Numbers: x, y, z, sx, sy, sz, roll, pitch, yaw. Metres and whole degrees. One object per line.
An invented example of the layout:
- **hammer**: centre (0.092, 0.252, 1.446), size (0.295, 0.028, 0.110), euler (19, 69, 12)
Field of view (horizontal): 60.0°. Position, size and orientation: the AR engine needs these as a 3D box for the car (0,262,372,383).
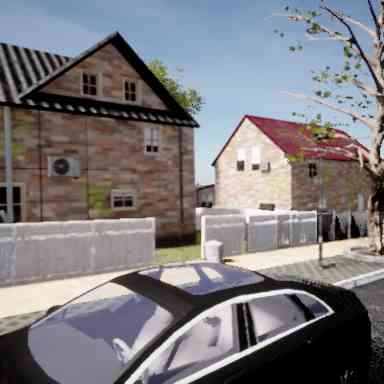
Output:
- **car**: centre (-0.209, 1.512, 2.977), size (4.902, 1.511, 2.128), euler (1, -1, -38)
